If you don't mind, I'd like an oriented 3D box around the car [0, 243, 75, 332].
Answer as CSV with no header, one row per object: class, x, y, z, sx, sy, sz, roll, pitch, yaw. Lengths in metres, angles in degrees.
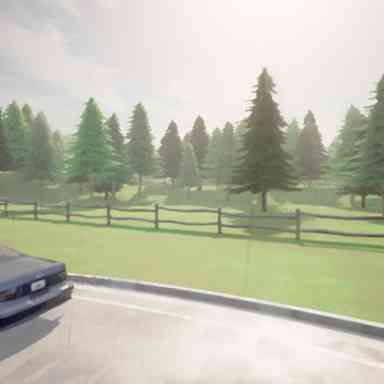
car,-4.842,1.514,6.020,5.357,1.411,2.033,0,0,17
